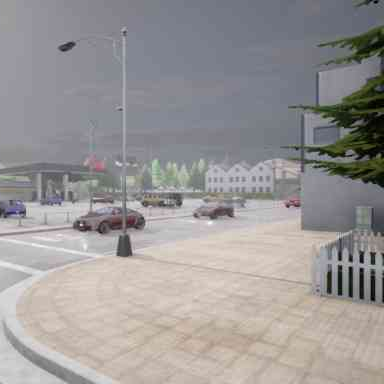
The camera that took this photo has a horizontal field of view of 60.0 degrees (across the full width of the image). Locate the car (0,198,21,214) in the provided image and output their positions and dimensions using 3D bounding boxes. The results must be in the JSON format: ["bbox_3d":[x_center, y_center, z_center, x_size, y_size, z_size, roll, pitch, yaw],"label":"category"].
[{"bbox_3d":[-19.699,1.384,34.458,3.806,1.475,1.970,0,0,36],"label":"car"}]

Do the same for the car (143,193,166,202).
[{"bbox_3d":[-7.743,1.097,68.342,4.605,1.855,1.932,0,0,36],"label":"car"}]

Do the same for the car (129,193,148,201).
[{"bbox_3d":[-12.177,1.076,75.625,3.866,1.878,1.905,0,0,36],"label":"car"}]

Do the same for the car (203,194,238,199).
[{"bbox_3d":[4.478,1.153,55.587,5.027,1.636,2.152,0,0,36],"label":"car"}]

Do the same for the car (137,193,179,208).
[{"bbox_3d":[-4.415,1.097,42.641,4.605,1.855,1.932,0,0,36],"label":"car"}]

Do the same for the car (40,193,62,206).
[{"bbox_3d":[-21.545,1.319,50.621,3.633,1.501,1.845,0,0,36],"label":"car"}]

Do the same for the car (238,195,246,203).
[{"bbox_3d":[7.987,1.232,60.969,3.806,1.475,1.970,0,0,36],"label":"car"}]

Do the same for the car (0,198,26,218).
[{"bbox_3d":[-15.447,1.373,27.686,3.633,1.501,1.845,0,0,36],"label":"car"}]

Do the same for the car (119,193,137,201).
[{"bbox_3d":[-14.626,1.360,73.294,3.806,1.475,1.970,0,0,36],"label":"car"}]

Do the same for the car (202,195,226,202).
[{"bbox_3d":[4.436,1.297,68.075,4.514,1.523,2.007,0,0,36],"label":"car"}]

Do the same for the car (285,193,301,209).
[{"bbox_3d":[14.588,1.210,45.447,2.150,2.045,5.566,0,0,37],"label":"car"}]

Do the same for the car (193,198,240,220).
[{"bbox_3d":[1.955,1.510,28.153,1.812,1.442,4.674,0,0,36],"label":"car"}]

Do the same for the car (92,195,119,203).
[{"bbox_3d":[-15.639,1.297,58.681,4.514,1.523,2.007,0,0,36],"label":"car"}]

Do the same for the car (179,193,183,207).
[{"bbox_3d":[-3.041,1.076,45.234,3.866,1.878,1.905,0,0,36],"label":"car"}]

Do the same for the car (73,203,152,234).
[{"bbox_3d":[-4.640,1.548,19.086,1.994,1.385,4.181,0,0,36],"label":"car"}]
